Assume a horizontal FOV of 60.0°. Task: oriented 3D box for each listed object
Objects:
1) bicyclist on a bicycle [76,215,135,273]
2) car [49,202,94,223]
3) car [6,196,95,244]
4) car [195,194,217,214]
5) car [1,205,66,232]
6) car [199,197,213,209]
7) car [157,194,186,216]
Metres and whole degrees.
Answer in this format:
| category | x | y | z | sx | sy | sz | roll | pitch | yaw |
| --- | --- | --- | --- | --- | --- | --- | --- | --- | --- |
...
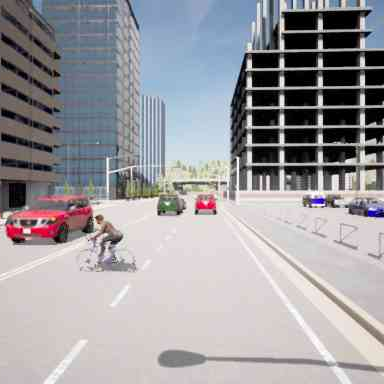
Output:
| category | x | y | z | sx | sy | sz | roll | pitch | yaw |
| --- | --- | --- | --- | --- | --- | --- | --- | --- | --- |
| bicyclist on a bicycle | -2.408 | 1.452 | 9.242 | 1.656 | 1.620 | 0.582 | 0 | 0 | 2 |
| car | -9.508 | 1.586 | 26.597 | 1.994 | 1.385 | 4.181 | 0 | 0 | 2 |
| car | -6.515 | 1.220 | 16.143 | 2.150 | 2.045 | 5.566 | 0 | 0 | 3 |
| car | 1.450 | 1.218 | 35.129 | 2.150 | 2.045 | 5.566 | 0 | 0 | 2 |
| car | -9.827 | 1.564 | 21.079 | 1.994 | 1.385 | 4.181 | 0 | 0 | 3 |
| car | 1.875 | 1.505 | 45.471 | 1.837 | 1.490 | 4.892 | 0 | 0 | 2 |
| car | -2.134 | 1.221 | 33.169 | 2.150 | 2.045 | 5.566 | 0 | 0 | 3 |
